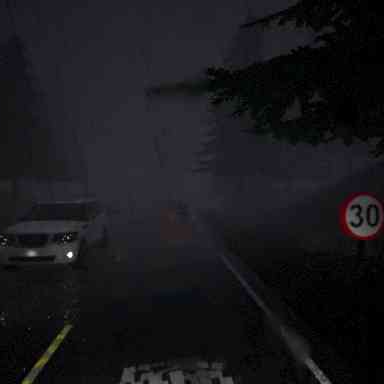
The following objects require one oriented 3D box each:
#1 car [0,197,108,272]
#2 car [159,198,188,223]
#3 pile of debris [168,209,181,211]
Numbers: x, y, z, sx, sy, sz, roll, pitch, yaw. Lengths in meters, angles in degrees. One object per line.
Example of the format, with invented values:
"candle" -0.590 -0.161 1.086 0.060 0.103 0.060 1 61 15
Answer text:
"car" -4.310 1.229 11.308 2.150 2.045 5.566 0 0 -4
"car" -1.382 1.460 25.089 1.837 1.490 4.892 0 0 -3
"pile of debris" -2.103 2.103 39.431 1.500 0.140 1.860 0 0 -2
